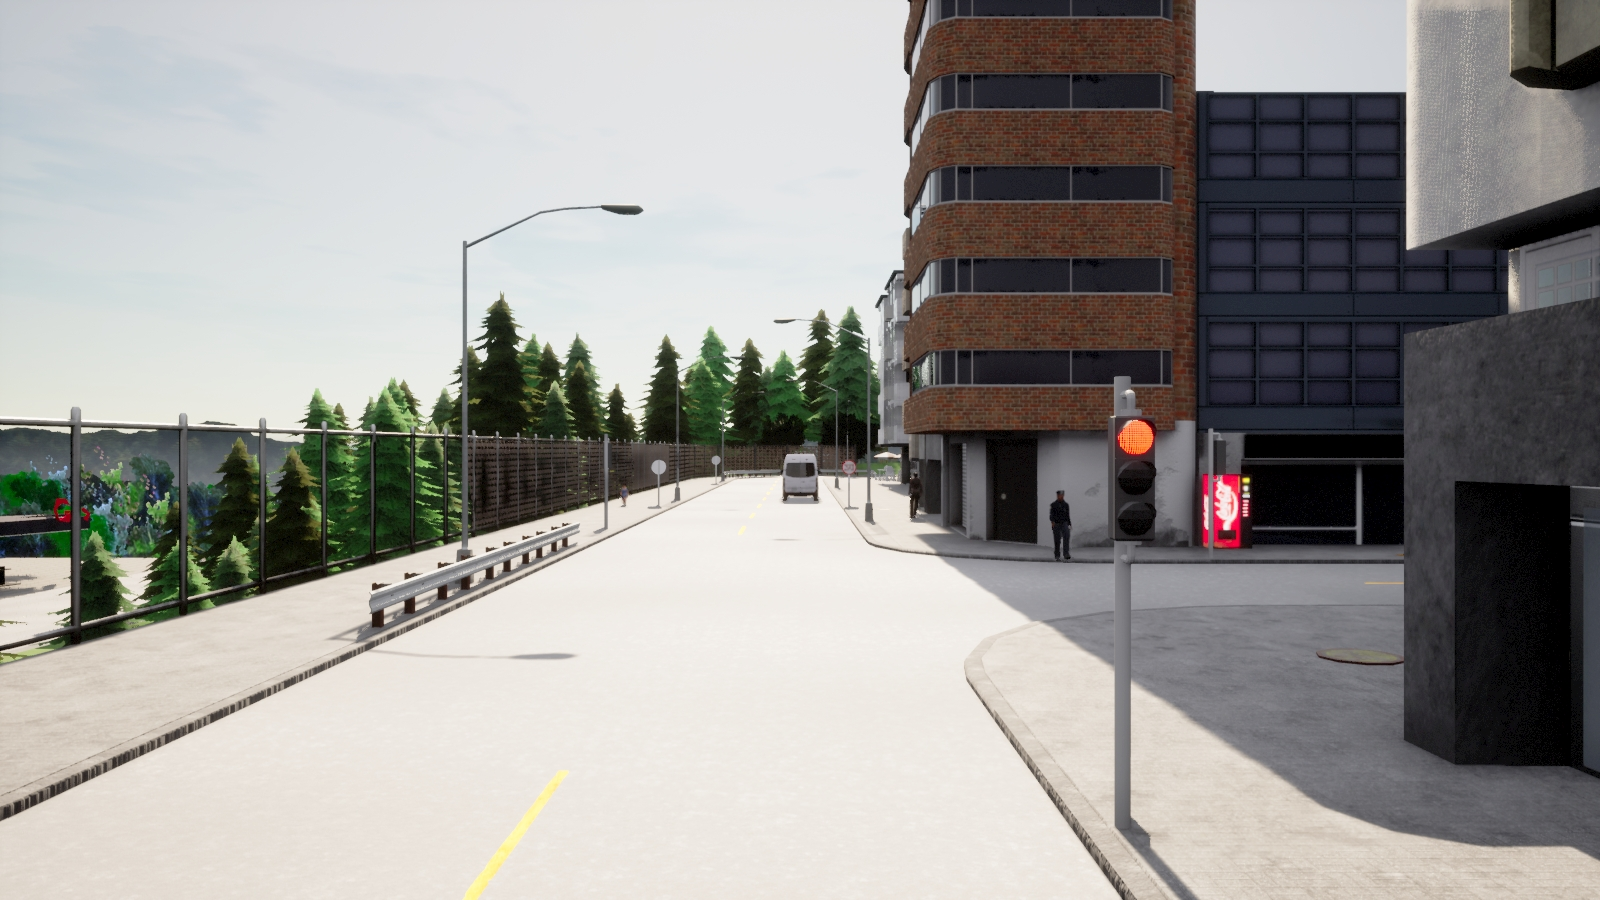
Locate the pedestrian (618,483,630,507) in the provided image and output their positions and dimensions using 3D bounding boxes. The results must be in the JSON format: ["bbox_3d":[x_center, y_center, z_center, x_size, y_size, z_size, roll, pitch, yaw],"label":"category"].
[{"bbox_3d":[-8.266,2.104,53.739,0.500,1.100,0.500,0,0,0],"label":"pedestrian"}]

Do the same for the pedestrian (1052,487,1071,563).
[{"bbox_3d":[6.429,1.837,28.114,0.375,1.860,0.375,0,0,-1],"label":"pedestrian"}]

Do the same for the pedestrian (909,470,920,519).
[{"bbox_3d":[4.418,1.719,44.075,0.375,1.860,0.375,0,0,2],"label":"pedestrian"}]

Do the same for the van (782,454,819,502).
[{"bbox_3d":[0.022,1.509,64.799,1.988,2.561,5.915,0,0,0],"label":"van"}]
